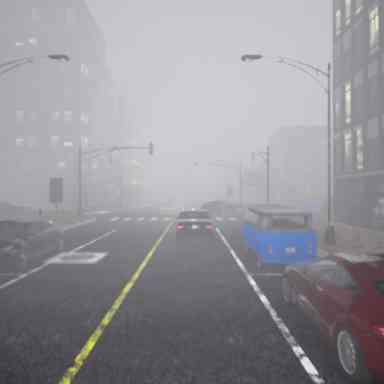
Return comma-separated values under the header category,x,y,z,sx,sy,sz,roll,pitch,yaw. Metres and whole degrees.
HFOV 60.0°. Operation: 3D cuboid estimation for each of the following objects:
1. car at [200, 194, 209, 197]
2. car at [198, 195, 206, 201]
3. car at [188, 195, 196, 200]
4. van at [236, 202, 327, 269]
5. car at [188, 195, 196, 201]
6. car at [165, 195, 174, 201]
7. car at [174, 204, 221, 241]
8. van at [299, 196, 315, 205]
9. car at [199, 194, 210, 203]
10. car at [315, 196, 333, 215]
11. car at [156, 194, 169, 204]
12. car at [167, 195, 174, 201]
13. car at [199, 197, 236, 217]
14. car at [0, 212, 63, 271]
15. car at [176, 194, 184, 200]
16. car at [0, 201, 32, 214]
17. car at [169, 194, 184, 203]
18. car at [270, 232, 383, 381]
category,x,y,z,sx,sy,sz,roll,pitch,yaw
car,2.703,1.515,55.802,1.752,1.417,4.829,0,0,0
car,2.707,1.567,88.867,2.008,1.369,4.403,0,0,0
car,0.016,1.463,92.441,1.994,1.385,4.181,0,0,0
van,2.663,1.333,10.845,1.690,1.788,3.998,0,0,0
car,0.014,1.533,82.434,1.812,1.442,4.674,0,0,0
car,-5.674,1.561,83.328,2.008,1.369,4.403,0,0,0
car,0.104,1.536,16.555,2.033,1.411,5.357,0,0,0
van,14.907,1.392,40.114,3.998,1.788,1.690,0,0,0
car,2.706,1.314,72.250,2.192,1.841,5.009,0,0,0
car,14.928,1.332,31.735,5.009,1.841,2.192,0,0,0
car,-5.678,1.517,61.001,1.752,1.417,4.829,0,0,0
car,-5.673,1.542,88.697,1.752,1.417,4.829,0,0,0
car,2.845,1.457,31.529,1.882,1.535,5.008,-1,-1,35
car,-5.685,1.558,10.872,1.947,1.339,4.313,0,0,0
car,-2.986,1.321,85.511,1.882,1.535,5.008,0,0,0
car,-17.460,1.507,31.659,4.206,1.307,1.802,0,0,0
car,-2.989,1.522,69.073,2.128,1.511,4.902,0,0,0
car,2.662,1.578,5.156,1.802,1.307,4.206,0,0,0
